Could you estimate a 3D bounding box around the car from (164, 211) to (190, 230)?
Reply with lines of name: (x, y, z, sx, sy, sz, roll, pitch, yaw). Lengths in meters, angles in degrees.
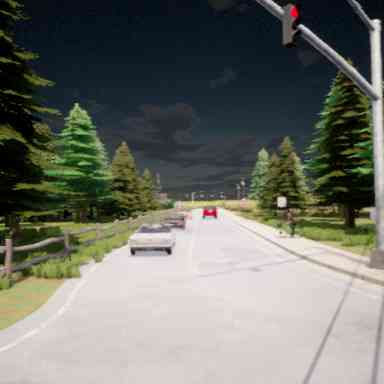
car: (-1.516, 2.664, 29.888, 1.994, 1.385, 4.181, -1, -2, 2)

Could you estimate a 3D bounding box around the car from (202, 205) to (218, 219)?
car: (2.759, 3.026, 50.695, 2.150, 2.045, 5.566, -1, -2, 2)

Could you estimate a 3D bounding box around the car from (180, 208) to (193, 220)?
car: (-0.947, 3.176, 48.944, 2.097, 1.767, 4.553, -1, -2, 2)

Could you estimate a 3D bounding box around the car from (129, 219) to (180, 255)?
car: (-1.788, 2.210, 16.356, 1.895, 1.301, 4.718, -1, -2, 0)

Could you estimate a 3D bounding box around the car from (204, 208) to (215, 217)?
car: (3.226, 3.651, 60.942, 1.882, 1.535, 5.008, -1, -2, 4)

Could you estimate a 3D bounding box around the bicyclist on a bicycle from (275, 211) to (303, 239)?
bicyclist on a bicycle: (5.683, 1.943, 19.540, 1.656, 1.620, 0.582, -1, -2, 2)
